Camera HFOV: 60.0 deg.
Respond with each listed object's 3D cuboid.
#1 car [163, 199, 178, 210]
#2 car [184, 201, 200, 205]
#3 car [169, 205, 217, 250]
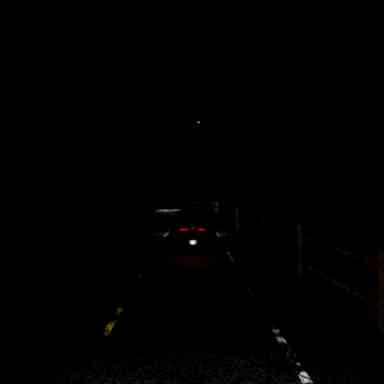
[{"bbox_3d":[-2.939,1.692,46.437,1.812,1.442,4.674,0,0,0],"label":"car"},{"bbox_3d":[0.010,1.586,30.962,1.882,1.535,5.008,0,0,0],"label":"car"},{"bbox_3d":[0.042,1.556,14.499,1.837,1.490,4.892,0,0,0],"label":"car"}]
